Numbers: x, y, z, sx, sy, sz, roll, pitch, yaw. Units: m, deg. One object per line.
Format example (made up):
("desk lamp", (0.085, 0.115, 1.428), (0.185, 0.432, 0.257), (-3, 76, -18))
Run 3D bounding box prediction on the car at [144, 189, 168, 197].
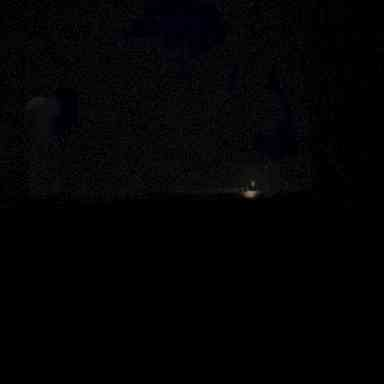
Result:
("car", (-6.885, 0.138, 64.280), (2.033, 1.411, 5.357), (-2, 1, 36))
